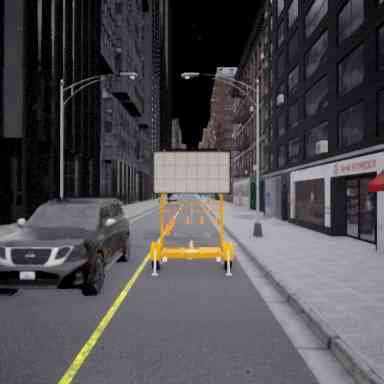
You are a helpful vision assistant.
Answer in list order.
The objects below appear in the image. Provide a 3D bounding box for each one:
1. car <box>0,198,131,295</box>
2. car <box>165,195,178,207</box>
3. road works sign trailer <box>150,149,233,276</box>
[{"bbox_3d":[-3.105,1.219,9.036,2.150,2.045,5.566,0,0,0],"label":"car"},{"bbox_3d":[-3.127,1.547,52.961,2.033,1.411,5.357,0,0,0],"label":"car"},{"bbox_3d":[-0.006,0.462,10.359,2.380,3.560,2.880,0,0,0],"label":"road works sign trailer"}]
